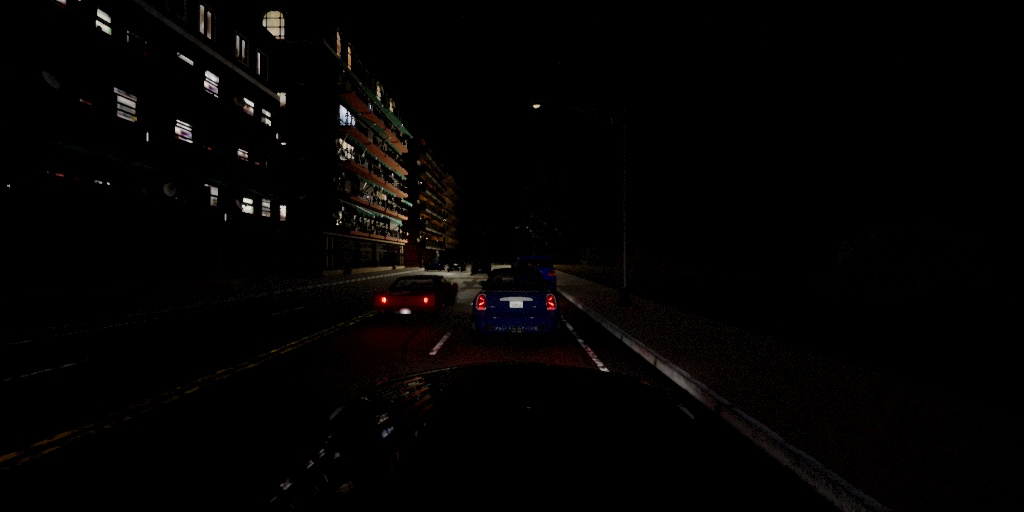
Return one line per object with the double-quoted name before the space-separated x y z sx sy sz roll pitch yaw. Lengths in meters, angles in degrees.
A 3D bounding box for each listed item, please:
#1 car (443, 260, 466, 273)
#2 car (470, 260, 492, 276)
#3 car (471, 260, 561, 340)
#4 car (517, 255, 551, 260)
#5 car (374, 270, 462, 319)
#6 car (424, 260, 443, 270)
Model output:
"car" -6.605 1.256 43.008 1.837 1.490 4.892 0 0 0
"car" -3.154 1.229 37.725 1.882 1.535 5.008 0 0 0
"car" 0.096 1.103 10.136 2.097 1.767 4.553 0 0 0
"car" 1.133 0.977 19.712 2.150 2.045 5.566 0 0 0
"car" -3.155 1.352 12.858 1.895 1.301 4.718 0 0 0
"car" -9.854 1.229 45.896 1.882 1.535 5.008 0 0 0
